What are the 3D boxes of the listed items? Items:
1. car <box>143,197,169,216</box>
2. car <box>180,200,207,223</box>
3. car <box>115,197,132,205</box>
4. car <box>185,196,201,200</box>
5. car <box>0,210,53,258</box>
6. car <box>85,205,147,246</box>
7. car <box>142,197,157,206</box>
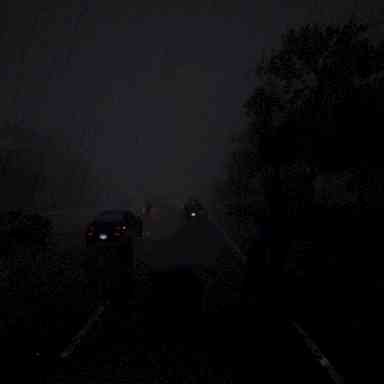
[{"bbox_3d":[-3.395,1.498,32.966,1.837,1.490,4.892,0,0,0],"label":"car"},{"bbox_3d":[0.102,1.558,25.608,1.994,1.385,4.181,0,0,0],"label":"car"},{"bbox_3d":[-10.554,1.497,51.260,1.837,1.490,4.892,0,-1,0],"label":"car"},{"bbox_3d":[0.103,1.344,42.087,2.097,1.767,4.553,0,0,0],"label":"car"},{"bbox_3d":[-7.100,1.490,12.886,2.128,1.511,4.902,0,0,0],"label":"car"},{"bbox_3d":[-3.397,1.523,15.050,1.812,1.442,4.674,0,0,0],"label":"car"},{"bbox_3d":[-7.025,1.515,55.548,1.812,1.442,4.674,0,0,1],"label":"car"}]
